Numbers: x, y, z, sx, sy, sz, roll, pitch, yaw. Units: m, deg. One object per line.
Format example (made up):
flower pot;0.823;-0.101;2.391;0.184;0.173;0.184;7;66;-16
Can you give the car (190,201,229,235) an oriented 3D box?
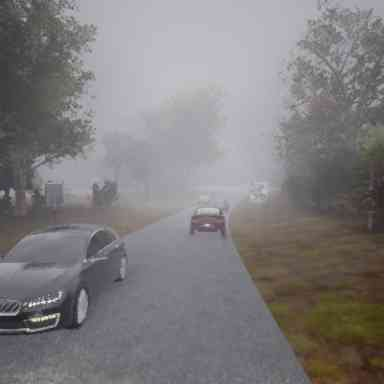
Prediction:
car;0.974;1.547;19.393;1.882;1.535;5.008;0;0;4

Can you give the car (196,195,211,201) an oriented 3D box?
car;1.815;1.196;47.344;1.882;1.535;5.008;2;2;11

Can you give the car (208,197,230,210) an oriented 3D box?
car;3.470;1.518;39.847;1.994;1.385;4.181;1;1;9

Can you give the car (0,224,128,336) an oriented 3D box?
car;-2.670;1.502;7.021;1.837;1.490;4.892;0;0;2
